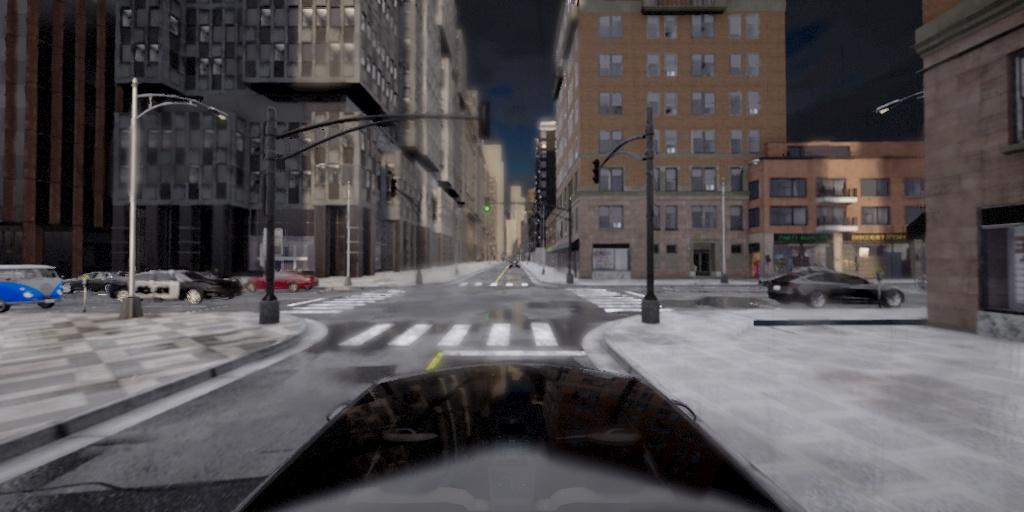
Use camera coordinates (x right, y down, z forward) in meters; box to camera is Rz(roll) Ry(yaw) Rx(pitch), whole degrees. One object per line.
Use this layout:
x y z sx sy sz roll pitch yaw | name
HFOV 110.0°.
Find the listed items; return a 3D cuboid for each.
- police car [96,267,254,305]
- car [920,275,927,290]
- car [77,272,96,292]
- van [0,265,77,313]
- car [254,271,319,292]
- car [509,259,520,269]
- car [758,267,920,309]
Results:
-15.366 1.332 16.568 5.238 1.638 1.930 0 -1 0 | police car
24.836 1.188 19.336 4.674 1.442 1.812 0 -1 0 | car
-25.617 1.610 22.496 4.403 1.370 2.007 0 0 0 | car
-20.030 1.241 13.926 3.998 1.789 1.690 0 0 0 | van
-14.320 1.565 22.404 4.207 1.307 1.802 0 0 0 | car
0.448 1.513 64.054 1.812 1.442 4.674 0 0 0 | car
12.193 1.237 13.663 4.313 1.339 1.948 0 0 0 | car
